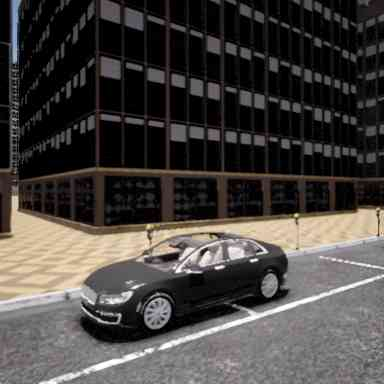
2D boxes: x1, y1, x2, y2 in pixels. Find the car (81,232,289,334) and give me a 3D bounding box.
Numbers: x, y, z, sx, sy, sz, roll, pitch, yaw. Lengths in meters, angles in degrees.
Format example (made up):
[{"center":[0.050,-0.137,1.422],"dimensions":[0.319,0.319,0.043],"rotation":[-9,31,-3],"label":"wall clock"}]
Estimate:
[{"center":[0.081,1.523,6.613],"dimensions":[4.403,1.369,2.008],"rotation":[-1,1,-35],"label":"car"}]
